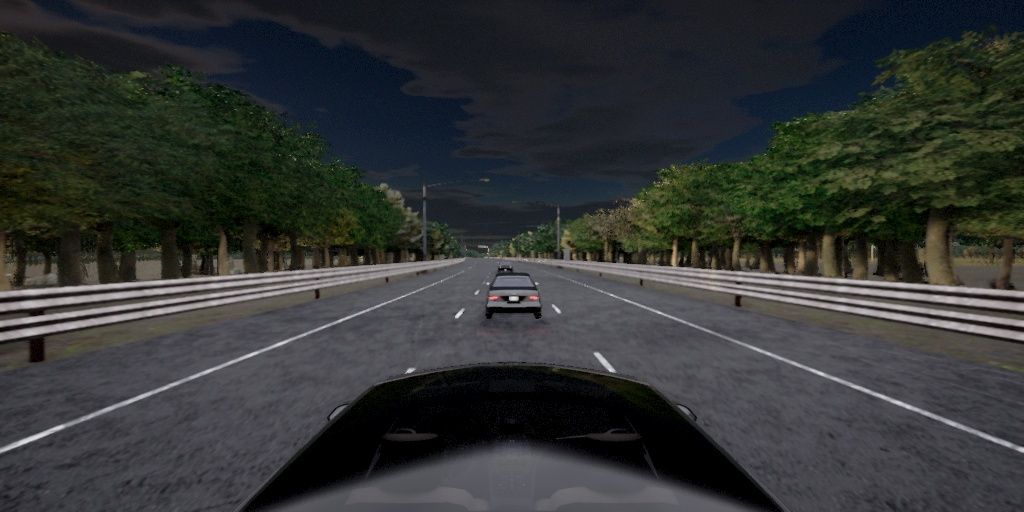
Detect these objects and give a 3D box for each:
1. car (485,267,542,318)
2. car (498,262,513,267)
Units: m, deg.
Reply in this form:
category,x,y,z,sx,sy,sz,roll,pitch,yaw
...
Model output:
category,x,y,z,sx,sy,sz,roll,pitch,yaw
car,0.020,1.299,13.025,2.033,1.411,5.357,0,0,-1
car,-0.869,1.361,44.752,1.895,1.301,4.718,0,0,-2
